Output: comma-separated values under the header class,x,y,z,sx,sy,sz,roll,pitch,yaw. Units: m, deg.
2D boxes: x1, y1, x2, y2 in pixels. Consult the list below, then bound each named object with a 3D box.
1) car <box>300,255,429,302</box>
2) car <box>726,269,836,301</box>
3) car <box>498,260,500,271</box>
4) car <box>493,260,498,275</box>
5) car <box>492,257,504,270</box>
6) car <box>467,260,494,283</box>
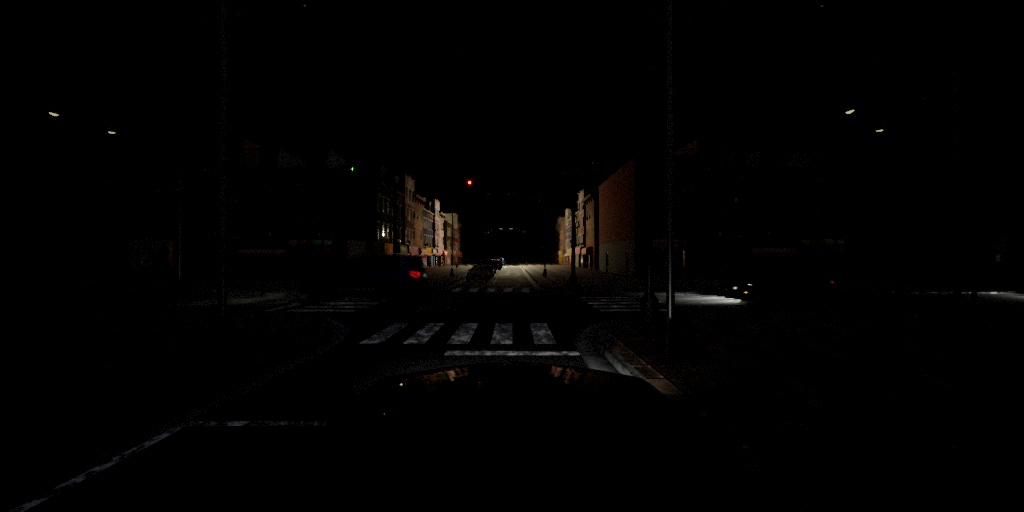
class,x,y,z,sx,sy,sz,roll,pitch,yaw
car,-6.724,0.997,16.697,5.566,2.045,2.150,0,0,0
car,12.377,1.301,16.659,4.181,1.385,1.994,0,0,0
car,-2.616,1.369,40.066,1.802,1.307,4.207,0,0,0
car,-2.619,1.322,34.461,1.888,1.381,4.507,0,0,0
car,-2.610,1.252,51.276,1.967,1.591,4.097,0,0,0
car,-2.622,1.294,28.686,1.751,1.417,4.829,0,0,0
